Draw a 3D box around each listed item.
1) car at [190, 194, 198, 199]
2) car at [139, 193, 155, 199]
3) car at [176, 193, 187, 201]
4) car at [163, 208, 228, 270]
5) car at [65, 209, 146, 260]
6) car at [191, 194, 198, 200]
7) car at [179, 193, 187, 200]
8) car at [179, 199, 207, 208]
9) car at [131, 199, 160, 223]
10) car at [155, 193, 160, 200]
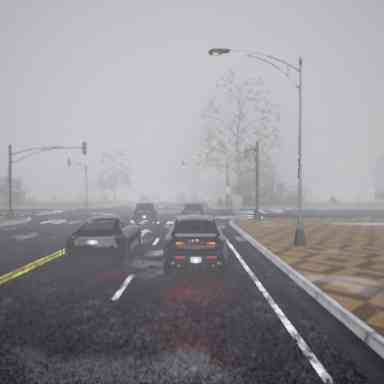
[{"bbox_3d":[0.566,1.495,83.490,1.812,1.442,4.674,0,0,1],"label":"car"},{"bbox_3d":[-9.459,1.345,67.398,2.097,1.767,4.553,0,0,1],"label":"car"},{"bbox_3d":[-2.689,1.196,83.191,2.150,2.045,5.566,0,0,1],"label":"car"},{"bbox_3d":[0.099,1.509,11.063,1.837,1.490,4.892,0,0,0],"label":"car"},{"bbox_3d":[-3.152,1.567,12.545,1.994,1.385,4.181,0,0,0],"label":"car"},{"bbox_3d":[0.736,1.384,93.524,2.128,1.511,4.902,0,0,1],"label":"car"},{"bbox_3d":[-2.514,1.213,93.548,2.097,1.767,4.553,0,0,1],"label":"car"},{"bbox_3d":[0.087,1.541,25.391,1.837,1.490,4.892,0,-1,0],"label":"car"},{"bbox_3d":[-3.649,1.541,25.815,1.837,1.490,4.892,0,-1,-7],"label":"car"},{"bbox_3d":[-9.196,1.194,82.829,2.150,2.045,5.566,0,0,1],"label":"car"}]
